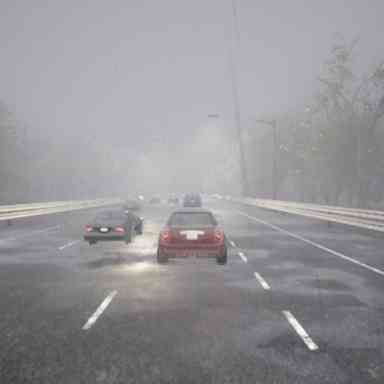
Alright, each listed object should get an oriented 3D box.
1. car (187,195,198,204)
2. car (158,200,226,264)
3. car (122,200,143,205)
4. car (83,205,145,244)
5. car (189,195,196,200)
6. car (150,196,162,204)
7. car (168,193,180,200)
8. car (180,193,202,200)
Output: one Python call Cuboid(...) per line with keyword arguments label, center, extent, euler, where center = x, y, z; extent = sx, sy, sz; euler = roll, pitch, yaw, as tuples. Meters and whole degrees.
Cuboid(label="car", center=(0.061, 1.376, 63.287), extent=(2.097, 1.767, 4.553), euler=(0, 0, 0))
Cuboid(label="car", center=(0.006, 1.346, 11.996), extent=(2.097, 1.767, 4.553), euler=(0, 0, 0))
Cuboid(label="car", center=(-6.962, 1.577, 39.185), extent=(1.994, 1.385, 4.181), euler=(0, 0, 0))
Cuboid(label="car", center=(-3.487, 1.545, 15.709), extent=(2.033, 1.411, 5.357), euler=(0, 0, 0))
Cuboid(label="car", center=(0.091, 1.577, 93.132), extent=(1.812, 1.442, 4.674), euler=(0, 0, 0))
Cuboid(label="car", center=(-6.940, 1.536, 63.488), extent=(1.837, 1.490, 4.892), euler=(0, 0, 0))
Cuboid(label="car", center=(-3.440, 1.378, 63.354), extent=(2.097, 1.767, 4.553), euler=(0, 0, 0))
Cuboid(label="car", center=(0.038, 1.229, 39.122), extent=(2.150, 2.045, 5.566), euler=(0, 0, 0))
